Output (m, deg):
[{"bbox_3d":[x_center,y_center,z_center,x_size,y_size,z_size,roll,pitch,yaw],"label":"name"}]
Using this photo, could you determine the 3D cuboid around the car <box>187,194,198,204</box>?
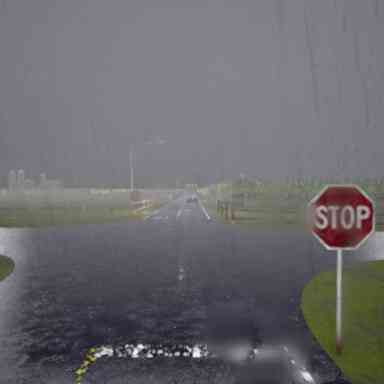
[{"bbox_3d":[0.145,1.256,63.465,2.097,1.767,4.553,0,0,0],"label":"car"}]

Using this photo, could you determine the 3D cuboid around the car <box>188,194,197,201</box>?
[{"bbox_3d":[0.169,1.266,73.533,1.994,1.385,4.181,0,0,0],"label":"car"}]
